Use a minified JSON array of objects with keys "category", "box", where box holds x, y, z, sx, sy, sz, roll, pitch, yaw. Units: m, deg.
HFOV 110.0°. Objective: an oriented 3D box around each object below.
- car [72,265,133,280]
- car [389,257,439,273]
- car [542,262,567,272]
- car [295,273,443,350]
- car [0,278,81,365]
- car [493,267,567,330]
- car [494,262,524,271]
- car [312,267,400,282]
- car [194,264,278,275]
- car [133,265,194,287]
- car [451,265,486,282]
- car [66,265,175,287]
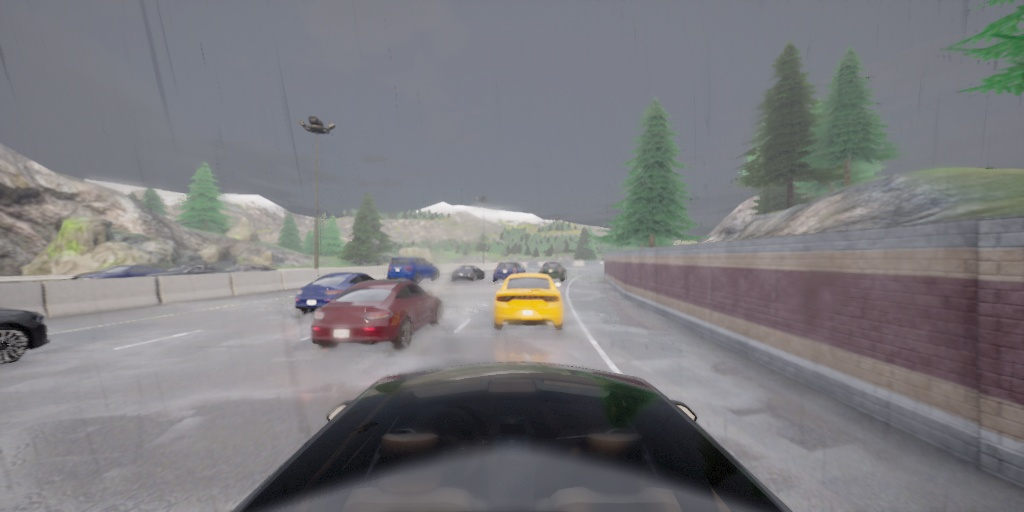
[{"category":"car","box":[-26.313,1.384,24.556,1.812,1.442,4.674,0,-1,9]},{"category":"car","box":[-7.732,1.119,28.486,2.150,2.045,5.566,0,0,11]},{"category":"car","box":[3.671,1.277,31.395,2.097,1.767,4.553,0,0,13]},{"category":"car","box":[-3.112,1.316,9.094,1.812,1.442,4.674,0,0,3]},{"category":"car","box":[-10.252,1.252,5.129,2.128,1.511,4.902,0,0,1]},{"category":"car","box":[0.563,1.285,11.470,1.882,1.535,5.008,0,0,4]},{"category":"car","box":[-0.114,1.269,30.561,2.097,1.767,4.553,0,0,12]},{"category":"car","box":[-6.257,1.340,13.846,1.812,1.442,4.674,0,0,5]},{"category":"car","box":[-19.079,1.364,25.608,2.128,1.511,4.902,0,0,9]},{"category":"car","box":[-22.672,1.358,25.242,2.128,1.511,4.902,0,0,9]},{"category":"car","box":[-3.650,1.479,30.790,1.994,1.385,4.181,0,0,12]},{"category":"car","box":[-29.438,1.419,27.326,2.033,1.411,5.357,0,0,9]}]
